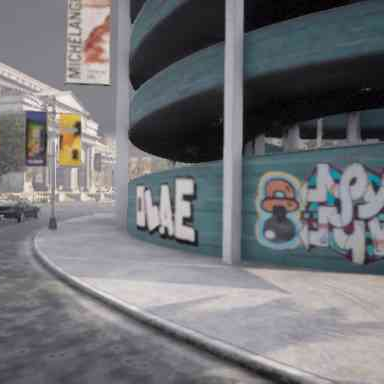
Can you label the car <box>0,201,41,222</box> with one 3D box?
[{"bbox_3d":[-13.512,1.459,25.974,1.837,1.490,4.892,0,0,-3],"label":"car"}]
